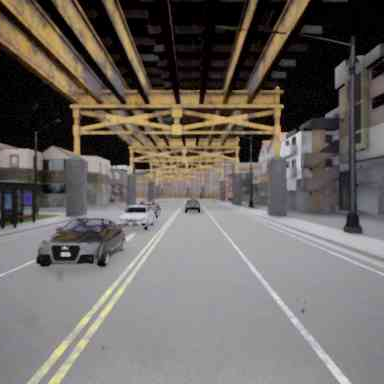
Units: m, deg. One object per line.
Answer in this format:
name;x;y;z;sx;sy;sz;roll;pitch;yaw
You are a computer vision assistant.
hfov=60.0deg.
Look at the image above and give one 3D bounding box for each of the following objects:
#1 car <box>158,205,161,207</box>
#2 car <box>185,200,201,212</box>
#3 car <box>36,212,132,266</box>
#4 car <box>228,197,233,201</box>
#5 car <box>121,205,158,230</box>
car;-3.500;1.281;26.230;1.994;1.385;4.181;0;0;0
car;0.090;1.664;40.850;2.033;1.411;5.357;0;0;0
car;-3.587;1.597;11.482;1.994;1.385;4.181;0;0;1
car;12.230;1.714;91.504;4.974;1.542;2.038;0;0;30
car;-3.554;1.588;21.748;1.812;1.442;4.674;0;0;1
